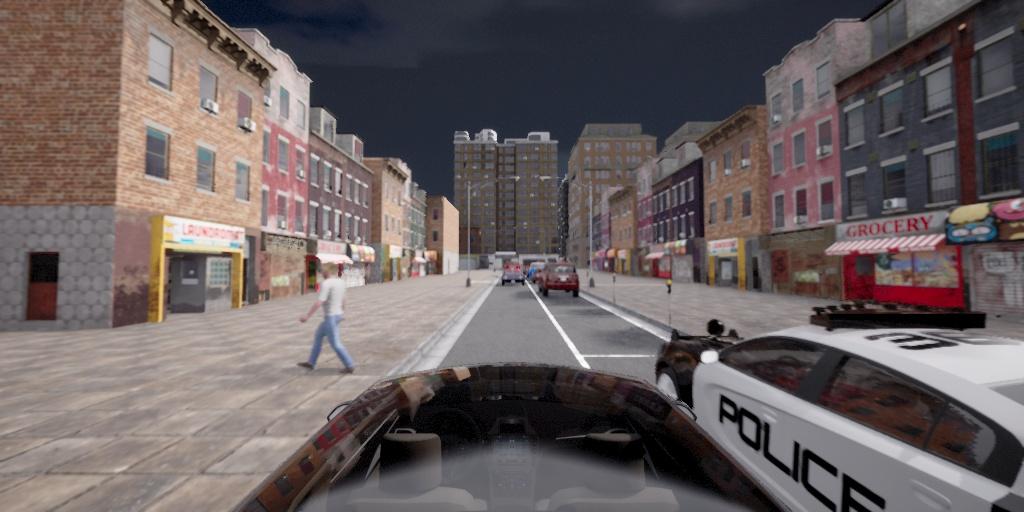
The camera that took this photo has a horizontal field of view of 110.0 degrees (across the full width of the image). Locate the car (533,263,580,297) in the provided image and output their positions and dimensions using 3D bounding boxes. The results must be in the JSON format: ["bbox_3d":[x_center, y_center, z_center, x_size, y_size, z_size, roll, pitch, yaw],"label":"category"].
[{"bbox_3d":[2.644,1.324,20.963,2.192,1.841,5.009,0,0,0],"label":"car"}]

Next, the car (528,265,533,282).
[{"bbox_3d":[2.646,1.755,31.837,1.802,1.307,4.207,0,0,0],"label":"car"}]

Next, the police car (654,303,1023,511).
[{"bbox_3d":[2.750,1.188,2.742,1.930,1.638,5.238,0,-1,0],"label":"police car"}]

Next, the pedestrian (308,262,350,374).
[{"bbox_3d":[-2.918,0.944,5.783,0.375,1.860,0.375,1,-2,0],"label":"pedestrian"}]

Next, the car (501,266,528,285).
[{"bbox_3d":[0.095,1.749,30.203,1.895,1.301,4.718,0,-1,0],"label":"car"}]

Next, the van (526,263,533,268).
[{"bbox_3d":[2.648,1.601,37.274,1.690,1.789,3.998,0,0,0],"label":"van"}]

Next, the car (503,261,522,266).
[{"bbox_3d":[0.090,1.610,44.781,2.150,2.045,5.566,0,-1,0],"label":"car"}]
